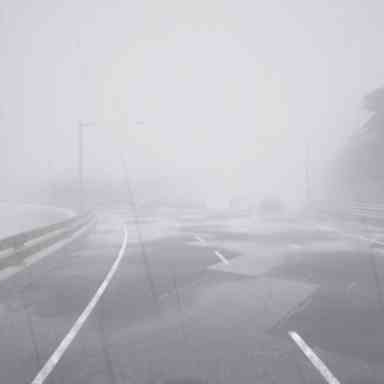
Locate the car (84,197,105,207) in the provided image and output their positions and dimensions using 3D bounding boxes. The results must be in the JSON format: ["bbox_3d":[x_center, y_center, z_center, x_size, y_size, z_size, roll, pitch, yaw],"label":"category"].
[{"bbox_3d":[-15.227,1.677,52.733,1.812,1.442,4.674,0,0,-32],"label":"car"}]

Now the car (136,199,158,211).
[{"bbox_3d":[-5.832,1.572,42.422,2.128,1.511,4.902,0,0,-24],"label":"car"}]

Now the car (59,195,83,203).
[{"bbox_3d":[-26.442,1.595,72.808,4.553,1.767,2.097,0,0,44],"label":"car"}]

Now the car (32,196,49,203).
[{"bbox_3d":[-34.606,1.655,75.798,4.553,1.767,2.097,0,0,41],"label":"car"}]

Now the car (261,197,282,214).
[{"bbox_3d":[8.534,1.333,35.927,2.097,1.767,4.553,0,0,11],"label":"car"}]
